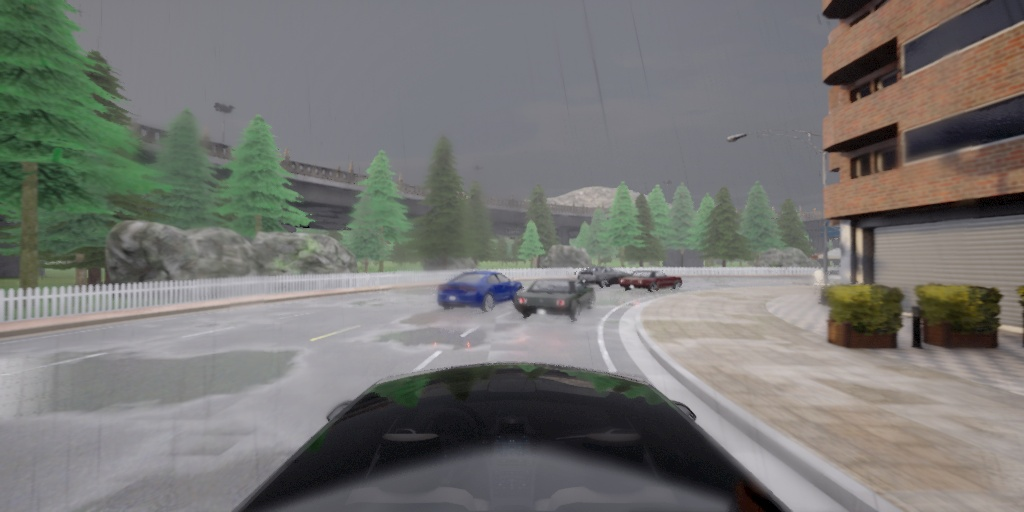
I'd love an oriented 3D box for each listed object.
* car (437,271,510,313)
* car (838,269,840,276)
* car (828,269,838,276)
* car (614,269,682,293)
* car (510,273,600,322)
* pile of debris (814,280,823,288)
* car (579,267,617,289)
[{"bbox_3d":[-1.124,1.372,15.100,1.882,1.535,5.008,0,0,24],"label":"car"},{"bbox_3d":[36.079,1.592,35.648,5.008,1.535,1.882,0,-1,0],"label":"car"},{"bbox_3d":[37.814,1.700,39.129,5.357,1.411,2.033,0,-1,0],"label":"car"},{"bbox_3d":[8.945,1.580,22.955,4.718,1.301,1.895,0,-1,-38],"label":"car"},{"bbox_3d":[1.784,1.474,13.140,1.895,1.301,4.718,0,-1,22],"label":"car"},{"bbox_3d":[23.003,2.214,28.560,1.860,0.140,1.500,0,0,-3],"label":"pile of debris"},{"bbox_3d":[6.750,1.501,25.644,4.902,1.511,2.128,0,-1,-38],"label":"car"}]
